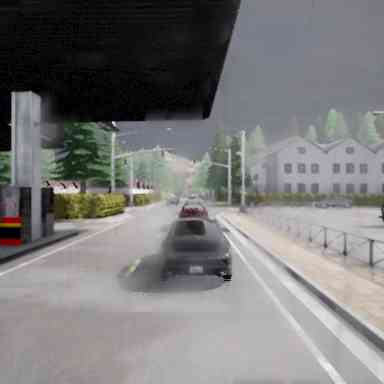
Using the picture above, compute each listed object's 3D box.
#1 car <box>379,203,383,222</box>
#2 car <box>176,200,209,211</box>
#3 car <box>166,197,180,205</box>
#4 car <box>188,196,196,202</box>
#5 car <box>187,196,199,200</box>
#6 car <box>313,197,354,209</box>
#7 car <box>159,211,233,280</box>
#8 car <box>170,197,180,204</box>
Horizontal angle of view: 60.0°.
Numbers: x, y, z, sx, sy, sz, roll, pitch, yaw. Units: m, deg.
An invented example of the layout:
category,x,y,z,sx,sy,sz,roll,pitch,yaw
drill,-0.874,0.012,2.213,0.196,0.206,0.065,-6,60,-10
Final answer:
category,x,y,z,sx,sy,sz,roll,pitch,yaw
car,13.278,1.111,19.791,3.866,1.878,1.905,0,0,-1
car,0.103,1.516,22.137,1.882,1.535,5.008,0,0,0
car,-3.494,1.666,59.965,1.994,1.385,4.181,0,0,0
car,0.008,1.637,80.418,1.837,1.490,4.892,0,0,0
car,0.092,1.483,34.659,1.837,1.490,4.892,-1,2,0
car,17.965,1.373,42.431,4.902,1.511,2.128,0,0,0
car,0.100,1.522,9.958,1.837,1.490,4.892,0,0,0
car,-3.493,1.715,69.960,1.895,1.301,4.718,0,0,0
